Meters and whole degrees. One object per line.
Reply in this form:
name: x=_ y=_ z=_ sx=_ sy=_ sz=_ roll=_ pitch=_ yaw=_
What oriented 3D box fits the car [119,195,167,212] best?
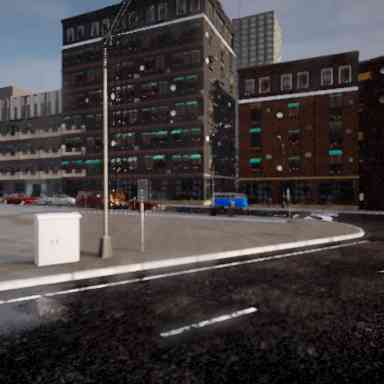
car: x=-4.444 y=1.189 z=31.799 sx=4.206 sy=1.307 sz=1.802 roll=1 pitch=-1 yaw=24

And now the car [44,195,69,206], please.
car: x=-15.075 y=0.974 z=39.308 sx=4.718 sy=1.301 sz=1.895 roll=1 pitch=1 yaw=24

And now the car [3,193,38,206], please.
car: x=-19.909 y=0.852 z=38.613 sx=4.507 sy=1.381 sz=1.887 roll=1 pitch=-1 yaw=24

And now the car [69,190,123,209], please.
car: x=-9.591 y=0.823 z=34.072 sx=5.009 sy=1.841 sz=2.192 roll=1 pitch=-1 yaw=24

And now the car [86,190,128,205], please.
car: x=-11.273 y=0.697 z=43.970 sx=5.009 sy=1.841 sz=2.192 roll=1 pitch=0 yaw=24

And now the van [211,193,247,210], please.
van: x=4.187 y=1.019 z=37.159 sx=3.998 sy=1.788 sz=1.690 roll=1 pitch=0 yaw=24
